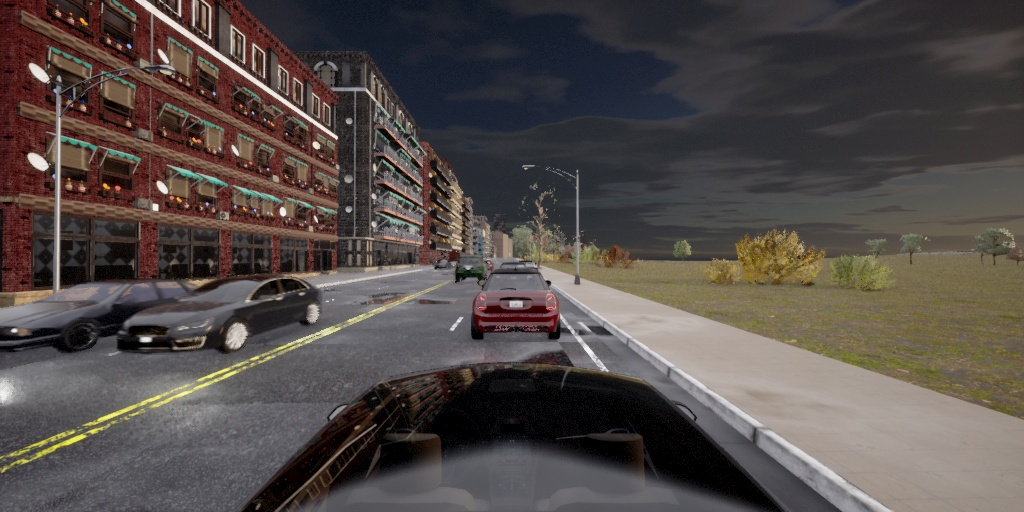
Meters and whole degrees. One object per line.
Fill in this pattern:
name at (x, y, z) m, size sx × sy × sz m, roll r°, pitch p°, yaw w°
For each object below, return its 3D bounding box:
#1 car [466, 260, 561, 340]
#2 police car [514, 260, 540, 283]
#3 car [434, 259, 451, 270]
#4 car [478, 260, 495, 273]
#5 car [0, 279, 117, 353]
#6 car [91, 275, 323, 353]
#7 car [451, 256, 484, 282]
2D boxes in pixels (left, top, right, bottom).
car at (0.083, 1.103, 10.179) m, size 2.097 × 1.767 × 4.553 m, roll 0°, pitch 0°, yaw 0°
police car at (1.109, 1.179, 29.446) m, size 1.930 × 1.638 × 5.238 m, roll 0°, pitch 0°, yaw 0°
car at (-9.895, 1.257, 51.455) m, size 1.837 × 1.490 × 4.892 m, roll 0°, pitch 0°, yaw 0°
car at (-3.197, 1.279, 45.034) m, size 1.812 × 1.442 × 4.674 m, roll 0°, pitch 0°, yaw 0°
car at (-9.859, 1.299, 9.125) m, size 2.033 × 1.411 × 5.357 m, roll 0°, pitch 0°, yaw 0°
car at (-6.609, 1.256, 8.897) m, size 1.837 × 1.490 × 4.892 m, roll 0°, pitch 0°, yaw 0°
car at (-3.177, 0.977, 28.635) m, size 2.150 × 2.045 × 5.566 m, roll 0°, pitch 0°, yaw 0°
